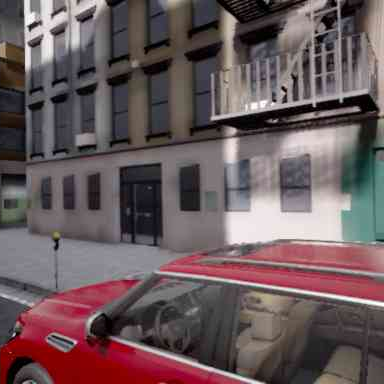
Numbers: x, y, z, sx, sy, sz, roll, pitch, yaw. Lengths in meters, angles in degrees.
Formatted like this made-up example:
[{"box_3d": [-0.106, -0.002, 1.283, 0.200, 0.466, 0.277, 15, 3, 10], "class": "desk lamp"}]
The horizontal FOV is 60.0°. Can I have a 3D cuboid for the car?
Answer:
[{"box_3d": [0.556, 1.325, 2.582, 5.009, 1.841, 2.192, -1, -1, 35], "class": "car"}]
